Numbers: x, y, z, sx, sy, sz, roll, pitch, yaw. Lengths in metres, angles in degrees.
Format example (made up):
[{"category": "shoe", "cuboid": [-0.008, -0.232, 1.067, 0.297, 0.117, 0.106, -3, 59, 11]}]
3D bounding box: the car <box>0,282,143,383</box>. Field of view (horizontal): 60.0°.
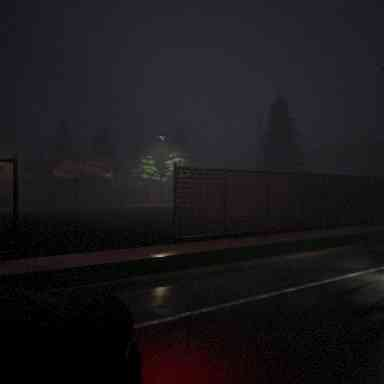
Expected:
[{"category": "car", "cuboid": [-2.826, 1.477, 2.262, 5.008, 1.535, 1.882, 0, 0, -31]}]
